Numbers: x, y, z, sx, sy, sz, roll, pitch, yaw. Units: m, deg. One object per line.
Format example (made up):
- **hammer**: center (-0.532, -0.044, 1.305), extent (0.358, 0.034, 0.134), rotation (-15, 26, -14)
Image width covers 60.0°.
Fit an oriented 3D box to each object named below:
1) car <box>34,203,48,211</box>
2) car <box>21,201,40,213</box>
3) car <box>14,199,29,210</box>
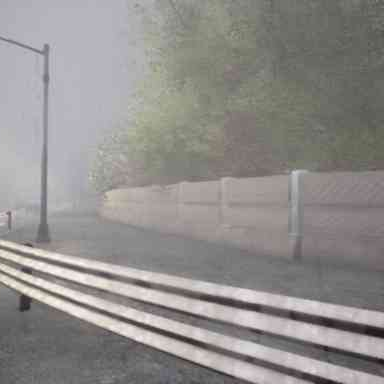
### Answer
- **car**: center (-28.805, 2.799, 63.397), extent (1.837, 1.490, 4.892), rotation (1, -1, -18)
- **car**: center (-25.802, 2.643, 53.962), extent (1.837, 1.490, 4.892), rotation (1, -1, -18)
- **car**: center (-32.728, 2.428, 64.202), extent (2.150, 2.045, 5.566), rotation (1, -1, -18)
